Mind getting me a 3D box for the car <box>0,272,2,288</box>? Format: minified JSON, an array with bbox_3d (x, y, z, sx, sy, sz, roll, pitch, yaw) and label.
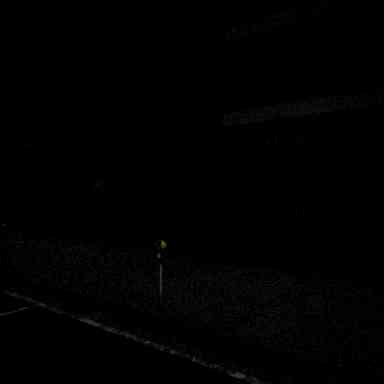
[{"bbox_3d":[-6.073,1.440,7.412,4.097,1.590,1.967,0,0,36],"label":"car"}]
